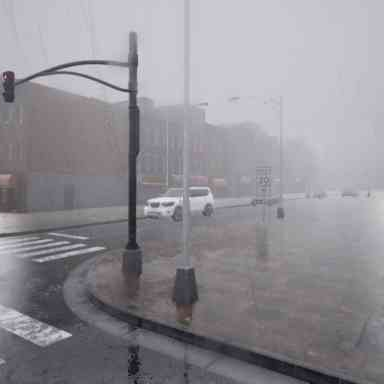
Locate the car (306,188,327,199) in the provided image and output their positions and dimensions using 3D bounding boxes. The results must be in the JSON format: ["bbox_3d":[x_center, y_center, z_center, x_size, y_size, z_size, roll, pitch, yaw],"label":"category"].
[{"bbox_3d":[17.688,0.208,47.181,2.128,1.511,4.902,0,1,36],"label":"car"}]

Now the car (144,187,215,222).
[{"bbox_3d":[-0.630,0.696,21.656,2.150,2.045,5.566,0,1,36],"label":"car"}]

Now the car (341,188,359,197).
[{"bbox_3d":[24.996,0.090,52.515,2.033,1.411,5.357,0,2,35],"label":"car"}]

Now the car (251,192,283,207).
[{"bbox_3d":[7.446,0.680,32.978,1.994,1.385,4.181,0,2,35],"label":"car"}]
